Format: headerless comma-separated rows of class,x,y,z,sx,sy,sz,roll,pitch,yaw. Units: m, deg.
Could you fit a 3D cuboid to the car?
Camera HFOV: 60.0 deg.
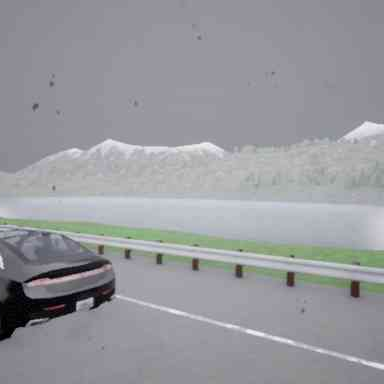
car,-3.594,1.495,6.502,4.902,1.511,2.128,0,0,36
